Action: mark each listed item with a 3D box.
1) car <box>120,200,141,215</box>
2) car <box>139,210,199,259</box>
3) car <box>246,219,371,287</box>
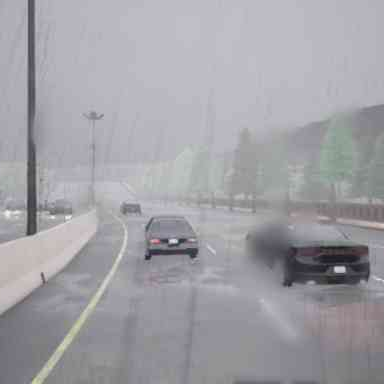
[{"bbox_3d":[-6.822,1.643,36.816,1.882,1.535,5.008,0,0,-17],"label":"car"},{"bbox_3d":[-0.934,1.599,12.903,2.033,1.411,5.357,0,0,-8],"label":"car"},{"bbox_3d":[2.930,1.501,9.520,1.882,1.535,5.008,0,0,-5],"label":"car"}]
